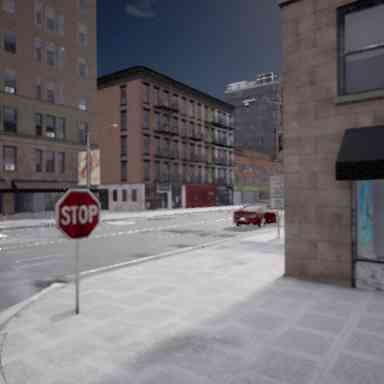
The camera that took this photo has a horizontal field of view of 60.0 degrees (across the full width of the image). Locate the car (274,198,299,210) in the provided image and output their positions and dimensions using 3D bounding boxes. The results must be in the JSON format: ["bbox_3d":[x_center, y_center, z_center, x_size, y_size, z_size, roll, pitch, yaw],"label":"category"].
[{"bbox_3d":[13.493,1.715,47.212,1.882,1.535,5.008,-1,0,35],"label":"car"}]

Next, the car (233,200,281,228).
[{"bbox_3d":[4.688,1.611,23.507,1.882,1.535,5.008,-1,0,35],"label":"car"}]

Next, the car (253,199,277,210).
[{"bbox_3d":[10.840,1.829,49.088,1.994,1.385,4.181,-1,0,35],"label":"car"}]
